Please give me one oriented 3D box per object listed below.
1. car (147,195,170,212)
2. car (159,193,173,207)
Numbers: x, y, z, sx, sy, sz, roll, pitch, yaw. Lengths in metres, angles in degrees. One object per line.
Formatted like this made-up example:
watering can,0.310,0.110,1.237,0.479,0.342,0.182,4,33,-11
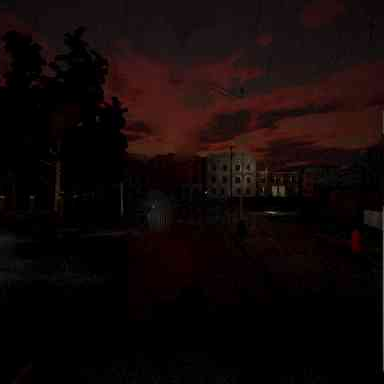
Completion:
car,-4.142,1.492,39.507,2.128,1.511,4.902,0,0,0
car,-4.122,1.222,50.096,2.150,2.045,5.566,0,0,1
